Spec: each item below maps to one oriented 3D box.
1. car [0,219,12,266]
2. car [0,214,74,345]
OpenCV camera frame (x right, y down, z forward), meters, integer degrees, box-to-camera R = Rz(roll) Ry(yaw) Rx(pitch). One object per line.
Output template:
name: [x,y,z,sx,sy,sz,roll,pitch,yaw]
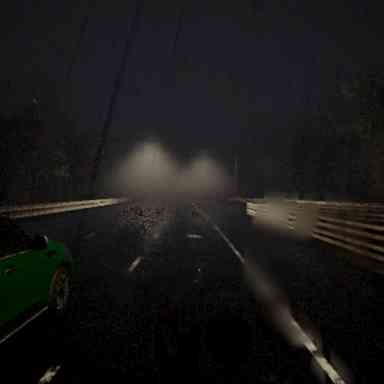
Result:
car: [-6.943,1.586,8.890,1.994,1.385,4.181,0,0,0]
car: [-3.417,1.231,4.285,2.150,2.045,5.566,0,0,0]
